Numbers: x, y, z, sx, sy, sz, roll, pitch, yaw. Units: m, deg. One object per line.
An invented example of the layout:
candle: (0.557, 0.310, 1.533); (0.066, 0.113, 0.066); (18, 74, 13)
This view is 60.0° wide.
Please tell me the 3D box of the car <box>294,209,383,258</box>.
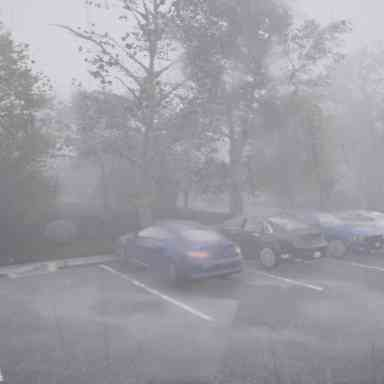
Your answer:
car: (4.783, 1.498, 13.226); (2.097, 1.535, 5.008); (0, 0, -35)

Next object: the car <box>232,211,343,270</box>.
car: (2.125, 1.494, 11.316); (2.231, 1.521, 4.892); (0, 0, -36)

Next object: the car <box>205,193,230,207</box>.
car: (3.646, 0.881, 43.111); (2.097, 1.767, 4.553); (-3, 3, -37)

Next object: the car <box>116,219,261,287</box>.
car: (-0.544, 1.527, 9.416); (2.002, 1.452, 4.674); (0, 0, -35)
